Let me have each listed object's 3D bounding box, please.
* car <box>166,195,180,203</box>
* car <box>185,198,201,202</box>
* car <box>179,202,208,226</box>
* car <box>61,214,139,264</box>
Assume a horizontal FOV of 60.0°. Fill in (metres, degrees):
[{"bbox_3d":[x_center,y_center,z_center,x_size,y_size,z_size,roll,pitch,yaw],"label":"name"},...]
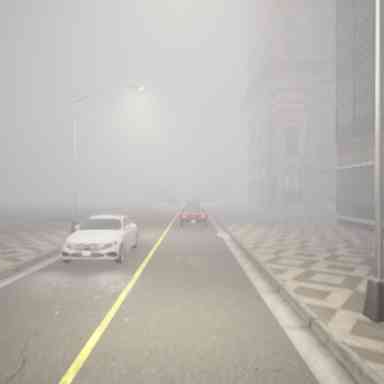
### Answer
[{"bbox_3d":[-3.006,1.271,53.424,1.837,1.490,4.892,0,0,0],"label":"car"},{"bbox_3d":[0.096,1.546,42.020,2.128,1.511,4.902,0,0,0],"label":"car"},{"bbox_3d":[0.097,1.643,23.883,1.895,1.301,4.718,0,0,0],"label":"car"},{"bbox_3d":[-3.099,1.549,12.092,1.812,1.442,4.674,0,0,0],"label":"car"}]
